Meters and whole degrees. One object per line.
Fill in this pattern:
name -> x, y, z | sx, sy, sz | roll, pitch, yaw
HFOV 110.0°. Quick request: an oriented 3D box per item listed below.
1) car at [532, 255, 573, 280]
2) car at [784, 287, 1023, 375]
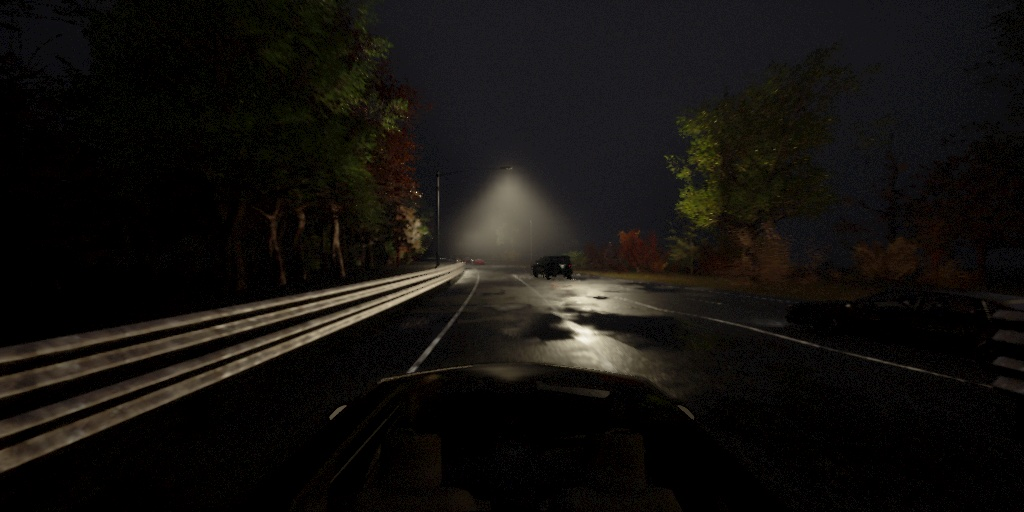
car -> 3.404, 0.954, 31.046 | 2.150, 2.045, 5.566 | 0, 0, -14
car -> 9.012, 1.382, 7.641 | 2.033, 1.411, 5.357 | 0, 0, -14
